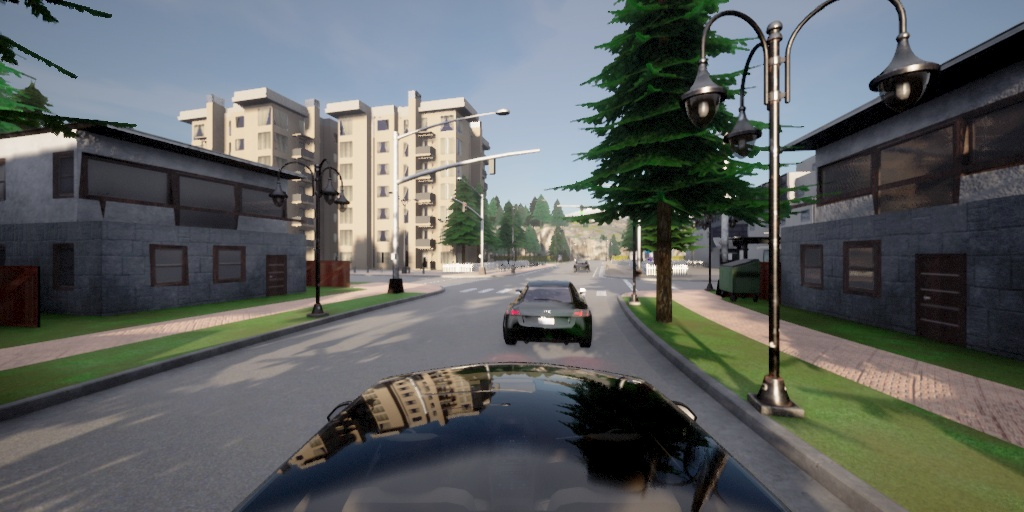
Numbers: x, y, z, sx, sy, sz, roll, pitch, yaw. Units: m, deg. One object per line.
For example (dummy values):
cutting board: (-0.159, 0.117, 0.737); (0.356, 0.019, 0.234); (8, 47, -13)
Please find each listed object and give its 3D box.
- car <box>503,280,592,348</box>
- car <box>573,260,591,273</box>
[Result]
car: (0.999, 1.311, 9.370); (1.994, 1.385, 4.181); (0, 0, 8)
car: (8.753, 1.257, 44.911); (2.128, 1.511, 4.902); (0, 0, 14)
